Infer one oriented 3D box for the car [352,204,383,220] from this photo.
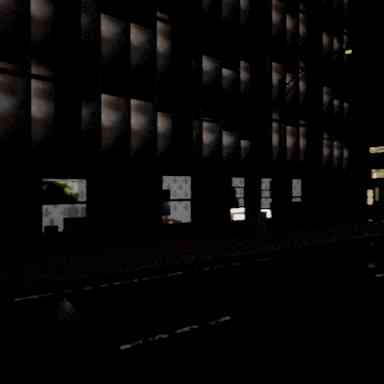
[{"bbox_3d":[16.703,1.946,33.383,2.033,1.411,5.357,0,-1,-36],"label":"car"}]
